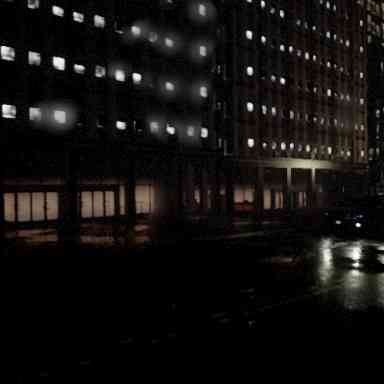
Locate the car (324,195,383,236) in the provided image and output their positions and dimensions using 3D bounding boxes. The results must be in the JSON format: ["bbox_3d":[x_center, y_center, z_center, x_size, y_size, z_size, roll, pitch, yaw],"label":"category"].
[{"bbox_3d":[9.719,1.194,18.599,5.566,2.045,2.150,0,0,-35],"label":"car"}]
